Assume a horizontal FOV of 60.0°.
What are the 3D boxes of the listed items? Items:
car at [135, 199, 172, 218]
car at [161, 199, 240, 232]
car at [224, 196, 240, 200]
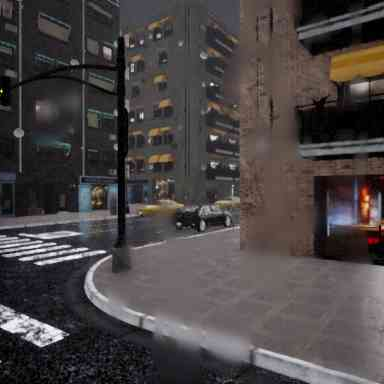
[{"bbox_3d":[-2.524,1.252,27.351,1.752,1.417,4.829,1,1,36],"label":"car"},{"bbox_3d":[0.631,1.332,18.292,2.008,1.369,4.403,1,1,36],"label":"car"},{"bbox_3d":[4.146,1.111,36.523,1.752,1.417,4.829,1,1,36],"label":"car"}]
